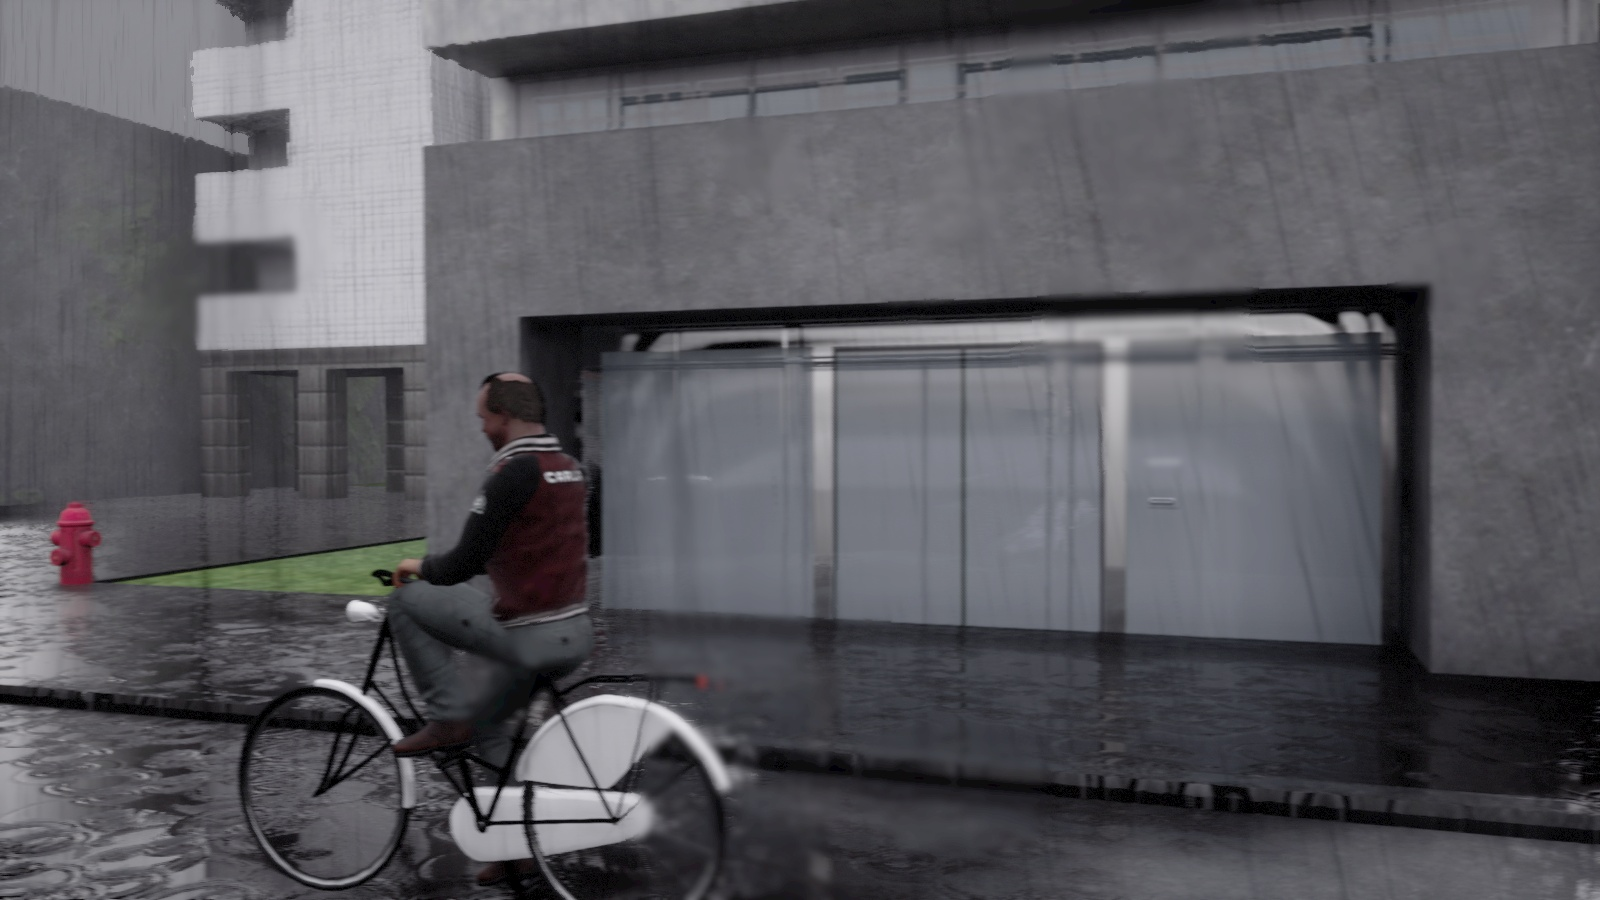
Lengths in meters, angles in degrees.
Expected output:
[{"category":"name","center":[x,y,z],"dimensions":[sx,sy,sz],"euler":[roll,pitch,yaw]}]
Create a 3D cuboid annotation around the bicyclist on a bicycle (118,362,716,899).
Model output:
[{"category":"bicyclist on a bicycle","center":[-1.262,0.626,4.144],"dimensions":[1.843,1.776,0.659],"euler":[1,1,19]}]
